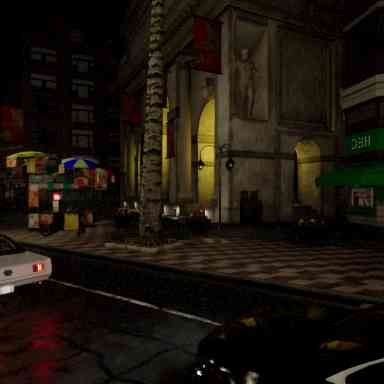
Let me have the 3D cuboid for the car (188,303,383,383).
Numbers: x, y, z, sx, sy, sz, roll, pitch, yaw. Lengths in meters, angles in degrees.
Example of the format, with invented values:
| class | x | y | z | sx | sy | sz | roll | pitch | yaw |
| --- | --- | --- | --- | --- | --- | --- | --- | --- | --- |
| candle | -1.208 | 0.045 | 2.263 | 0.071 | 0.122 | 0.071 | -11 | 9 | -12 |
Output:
| class | x | y | z | sx | sy | sz | roll | pitch | yaw |
| --- | --- | --- | --- | --- | --- | --- | --- | --- | --- |
| car | 2.200 | 1.504 | 2.258 | 4.892 | 1.490 | 1.837 | 0 | 0 | 37 |

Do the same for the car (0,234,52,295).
| class | x | y | z | sx | sy | sz | roll | pitch | yaw |
| --- | --- | --- | --- | --- | --- | --- | --- | --- | --- |
| car | -5.393 | 1.601 | 7.711 | 4.718 | 1.301 | 1.895 | 0 | 0 | 35 |
